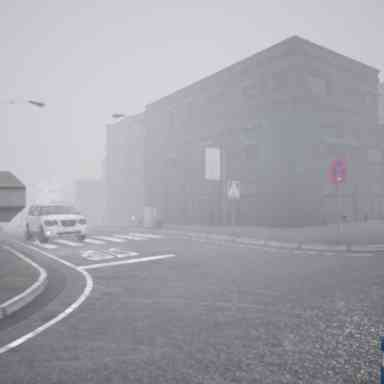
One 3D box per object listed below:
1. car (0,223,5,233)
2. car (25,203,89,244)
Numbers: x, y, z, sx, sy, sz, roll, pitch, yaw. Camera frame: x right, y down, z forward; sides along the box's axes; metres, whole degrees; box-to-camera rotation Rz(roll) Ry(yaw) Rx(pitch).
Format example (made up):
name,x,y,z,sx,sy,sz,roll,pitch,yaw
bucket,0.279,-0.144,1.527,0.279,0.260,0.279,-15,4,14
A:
name,x,y,z,sx,sy,sz,roll,pitch,yaw
car,-23.971,4.251,40.202,2.033,1.411,5.357,0,-5,-36
car,-7.558,1.629,18.245,2.150,2.045,5.566,0,-3,-37
